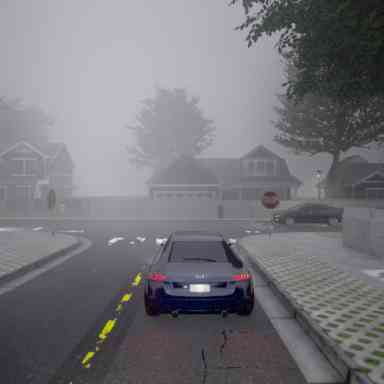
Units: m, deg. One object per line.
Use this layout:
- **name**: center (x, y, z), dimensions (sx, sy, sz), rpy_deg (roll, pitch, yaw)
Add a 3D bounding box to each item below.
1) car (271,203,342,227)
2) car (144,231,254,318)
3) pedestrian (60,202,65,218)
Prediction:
- **car**: center (7.807, 1.524, 22.565), dimensions (4.892, 1.490, 1.837), rpy_deg (0, 1, -1)
- **car**: center (0.105, 1.562, 7.514), dimensions (1.994, 1.385, 4.181), rpy_deg (0, 0, -1)
- **pedestrian**: center (-9.823, 1.338, 25.255), dimensions (0.375, 1.300, 0.375), rpy_deg (0, 0, -1)
